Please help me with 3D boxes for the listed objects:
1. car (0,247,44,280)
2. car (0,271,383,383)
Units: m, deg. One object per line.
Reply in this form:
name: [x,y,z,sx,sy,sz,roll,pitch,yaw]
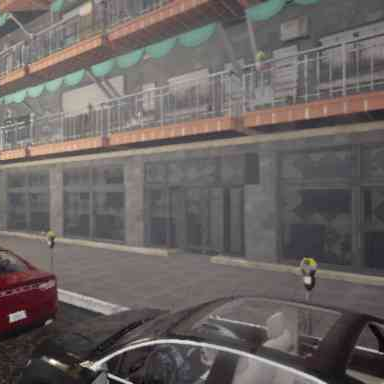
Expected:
car: [-4.221,1.595,5.886,4.507,1.381,1.887,-1,0,35]
car: [0.363,1.559,2.617,4.403,1.369,2.008,-1,0,35]
